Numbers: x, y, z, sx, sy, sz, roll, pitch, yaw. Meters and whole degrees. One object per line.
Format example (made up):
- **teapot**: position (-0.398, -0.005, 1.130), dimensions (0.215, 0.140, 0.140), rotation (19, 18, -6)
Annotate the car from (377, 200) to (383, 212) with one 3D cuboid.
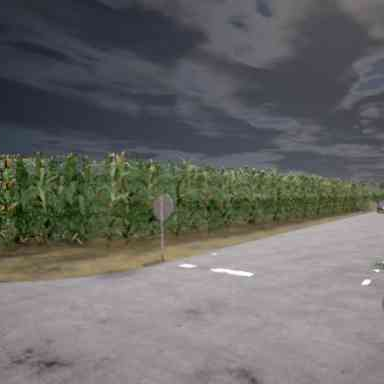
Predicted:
- **car**: position (24.825, 1.797, 42.294), dimensions (2.128, 1.511, 4.902), rotation (-2, -1, 37)
